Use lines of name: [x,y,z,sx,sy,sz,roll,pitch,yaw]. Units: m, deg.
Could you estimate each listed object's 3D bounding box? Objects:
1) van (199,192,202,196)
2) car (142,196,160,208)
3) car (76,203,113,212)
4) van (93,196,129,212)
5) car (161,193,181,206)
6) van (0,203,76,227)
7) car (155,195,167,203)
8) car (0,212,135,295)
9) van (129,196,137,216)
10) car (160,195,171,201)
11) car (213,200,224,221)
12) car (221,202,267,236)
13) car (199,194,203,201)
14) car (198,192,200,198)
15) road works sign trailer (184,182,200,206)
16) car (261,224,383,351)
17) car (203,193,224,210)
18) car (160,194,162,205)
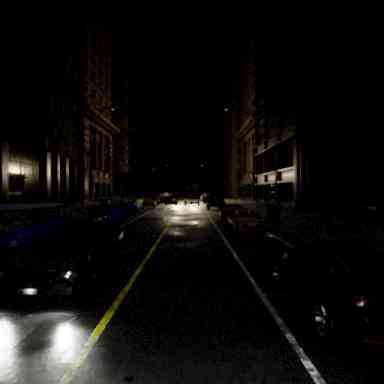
van: [2.767,1.097,62.336,1.690,1.788,3.998,0,0,0]
car: [-5.759,1.341,45.301,1.752,1.417,4.829,0,0,0]
car: [-5.760,1.471,17.379,1.887,1.381,4.507,0,0,0]
van: [-5.760,1.244,22.996,1.690,1.788,3.998,0,0,0]
car: [-3.076,1.304,49.323,1.837,1.490,4.892,0,1,0]
van: [-5.760,1.290,11.760,1.690,1.788,3.998,0,0,0]
car: [-5.758,1.301,62.326,1.887,1.381,4.507,0,0,0]
car: [-3.100,1.508,9.024,2.033,1.411,5.357,0,0,0]
van: [-5.759,1.221,28.616,1.690,1.788,3.998,0,0,0]
car: [-5.757,1.268,73.563,2.008,1.369,4.403,0,0,0]
car: [2.765,1.469,23.006,1.947,1.339,4.313,0,0,0]
car: [2.765,1.450,17.557,1.752,1.417,4.829,0,0,0]
car: [2.767,1.326,56.718,2.008,1.369,4.403,0,0,0]
car: [2.768,1.242,73.744,1.752,1.417,4.829,0,0,0]
road works sign trailer: [0.004,0.263,50.081,2.380,3.560,2.880,0,0,0]
car: [2.764,1.539,6.149,1.947,1.339,4.313,0,0,0]
car: [2.766,1.151,39.862,2.192,1.841,5.009,0,0,0]
car: [-5.759,1.346,51.095,2.008,1.369,4.403,0,0,0]
